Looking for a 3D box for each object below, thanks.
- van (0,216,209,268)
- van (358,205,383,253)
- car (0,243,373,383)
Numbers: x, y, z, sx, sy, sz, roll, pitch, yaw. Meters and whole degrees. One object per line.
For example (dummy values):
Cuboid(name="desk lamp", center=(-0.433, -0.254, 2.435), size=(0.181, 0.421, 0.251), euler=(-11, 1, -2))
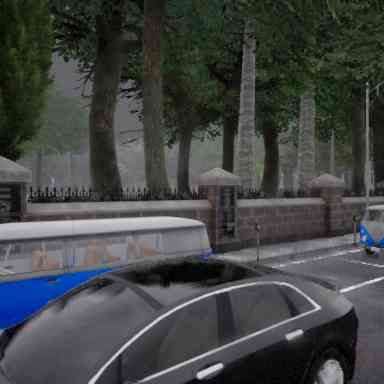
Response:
Cuboid(name="van", center=(-1.529, 1.341, 5.450), size=(3.998, 1.788, 1.690), euler=(0, 0, -36))
Cuboid(name="van", center=(7.672, 1.337, 12.037), size=(3.998, 1.788, 1.690), euler=(0, 0, -36))
Cuboid(name="car", center=(-0.330, 1.505, 3.145), size=(4.892, 1.490, 1.837), euler=(0, 0, -36))
